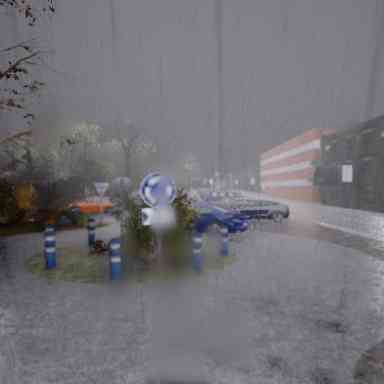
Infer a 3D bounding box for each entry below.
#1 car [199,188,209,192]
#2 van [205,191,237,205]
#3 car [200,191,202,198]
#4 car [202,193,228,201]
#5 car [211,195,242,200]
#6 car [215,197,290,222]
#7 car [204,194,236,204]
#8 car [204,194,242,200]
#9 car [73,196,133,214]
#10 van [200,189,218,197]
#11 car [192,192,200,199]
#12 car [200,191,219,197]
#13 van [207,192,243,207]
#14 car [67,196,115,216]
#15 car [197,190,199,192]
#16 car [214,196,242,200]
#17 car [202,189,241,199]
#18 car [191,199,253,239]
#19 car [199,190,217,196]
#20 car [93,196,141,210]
[{"bbox_3d":[4.280,0.549,71.012,4.553,1.767,2.185,0,1,0],"label":"car"},{"bbox_3d":[4.186,0.907,48.270,4.442,1.987,1.878,0,0,0],"label":"van"},{"bbox_3d":[4.311,0.979,56.889,5.008,1.535,2.097,0,1,0],"label":"car"},{"bbox_3d":[4.305,0.897,62.540,4.674,1.452,2.002,0,1,0],"label":"car"},{"bbox_3d":[4.292,1.255,28.612,4.674,1.452,2.002,0,0,0],"label":"car"},{"bbox_3d":[4.263,1.267,22.960,4.792,1.488,2.163,0,0,0],"label":"car"},{"bbox_3d":[4.301,1.137,51.231,4.674,1.452,2.002,0,1,0],"label":"car"},{"bbox_3d":[4.110,1.201,31.438,5.366,1.575,1.946,0,0,0],"label":"car"},{"bbox_3d":[-8.279,1.200,31.281,5.008,1.535,2.097,0,0,0],"label":"car"},{"bbox_3d":[4.199,0.204,82.310,4.442,1.987,1.878,0,1,0],"label":"van"},{"bbox_3d":[-0.088,1.127,55.589,1.895,1.301,4.718,0,1,0],"label":"car"},{"bbox_3d":[4.346,0.399,85.140,4.792,1.488,2.163,0,1,0],"label":"car"},{"bbox_3d":[4.183,0.933,42.740,4.442,1.987,1.878,0,0,0],"label":"van"},{"bbox_3d":[-8.254,1.085,28.581,4.553,1.767,2.185,0,0,0],"label":"car"},{"bbox_3d":[-0.106,0.871,65.746,1.994,1.385,4.181,0,1,0],"label":"car"},{"bbox_3d":[4.291,1.266,25.787,4.674,1.452,2.002,0,0,0],"label":"car"},{"bbox_3d":[4.327,0.919,39.914,5.566,2.045,2.435,0,0,0],"label":"car"},{"bbox_3d":[0.143,1.282,16.145,5.008,1.535,1.882,0,-1,26],"label":"car"},{"bbox_3d":[4.322,0.287,90.791,4.674,1.452,2.002,0,1,0],"label":"car"},{"bbox_3d":[-8.287,1.178,37.053,4.892,1.521,2.231,0,0,0],"label":"car"}]
